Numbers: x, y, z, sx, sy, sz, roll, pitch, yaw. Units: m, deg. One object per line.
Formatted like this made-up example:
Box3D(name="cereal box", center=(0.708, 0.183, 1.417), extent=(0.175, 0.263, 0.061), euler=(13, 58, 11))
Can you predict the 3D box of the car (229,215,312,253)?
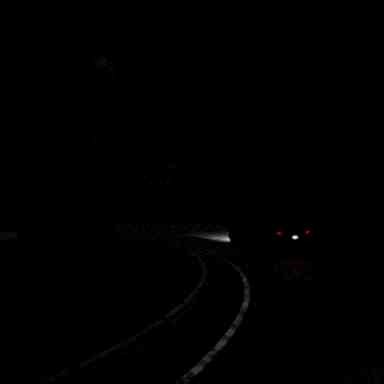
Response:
Box3D(name="car", center=(3.249, 1.705, 14.530), extent=(1.994, 1.385, 4.181), euler=(1, -1, -19))
